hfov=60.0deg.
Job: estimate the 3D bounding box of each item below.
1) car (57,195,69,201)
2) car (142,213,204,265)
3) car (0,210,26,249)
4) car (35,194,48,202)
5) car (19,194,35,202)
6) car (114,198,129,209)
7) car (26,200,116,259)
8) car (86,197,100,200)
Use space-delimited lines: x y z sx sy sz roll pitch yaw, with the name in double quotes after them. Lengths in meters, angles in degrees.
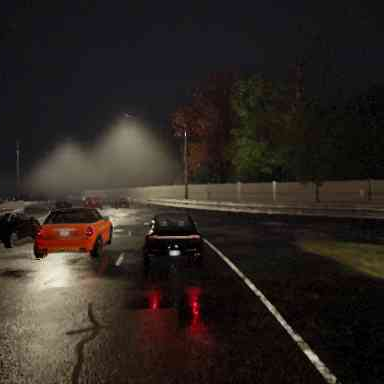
-17.286 1.555 44.497 2.128 1.511 4.902 0 0 -26 "car"
-0.709 1.494 11.720 2.128 1.511 4.902 0 0 -5 "car"
-8.234 1.522 14.615 2.128 1.511 4.902 0 0 -8 "car"
-34.843 1.298 76.038 4.553 1.767 2.097 0 0 43 "car"
-37.359 1.307 73.605 4.553 1.767 2.097 0 0 43 "car"
-9.829 1.541 45.068 1.837 1.490 4.892 0 0 -23 "car"
-4.387 1.368 12.931 2.097 1.767 4.553 0 0 -6 "car"
-13.321 1.401 44.292 2.097 1.767 4.553 0 0 -24 "car"
